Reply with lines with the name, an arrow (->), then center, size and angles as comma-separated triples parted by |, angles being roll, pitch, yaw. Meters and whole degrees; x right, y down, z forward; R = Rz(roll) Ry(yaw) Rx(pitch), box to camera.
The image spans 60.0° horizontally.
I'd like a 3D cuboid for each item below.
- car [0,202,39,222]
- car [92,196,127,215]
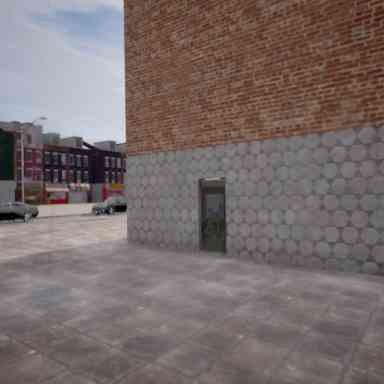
car -> -13.168, 1.432, 23.005 | 2.128, 1.511, 4.902 | -2, 0, 36
car -> -7.172, 1.182, 31.285 | 2.097, 1.767, 4.553 | -2, 0, 36
